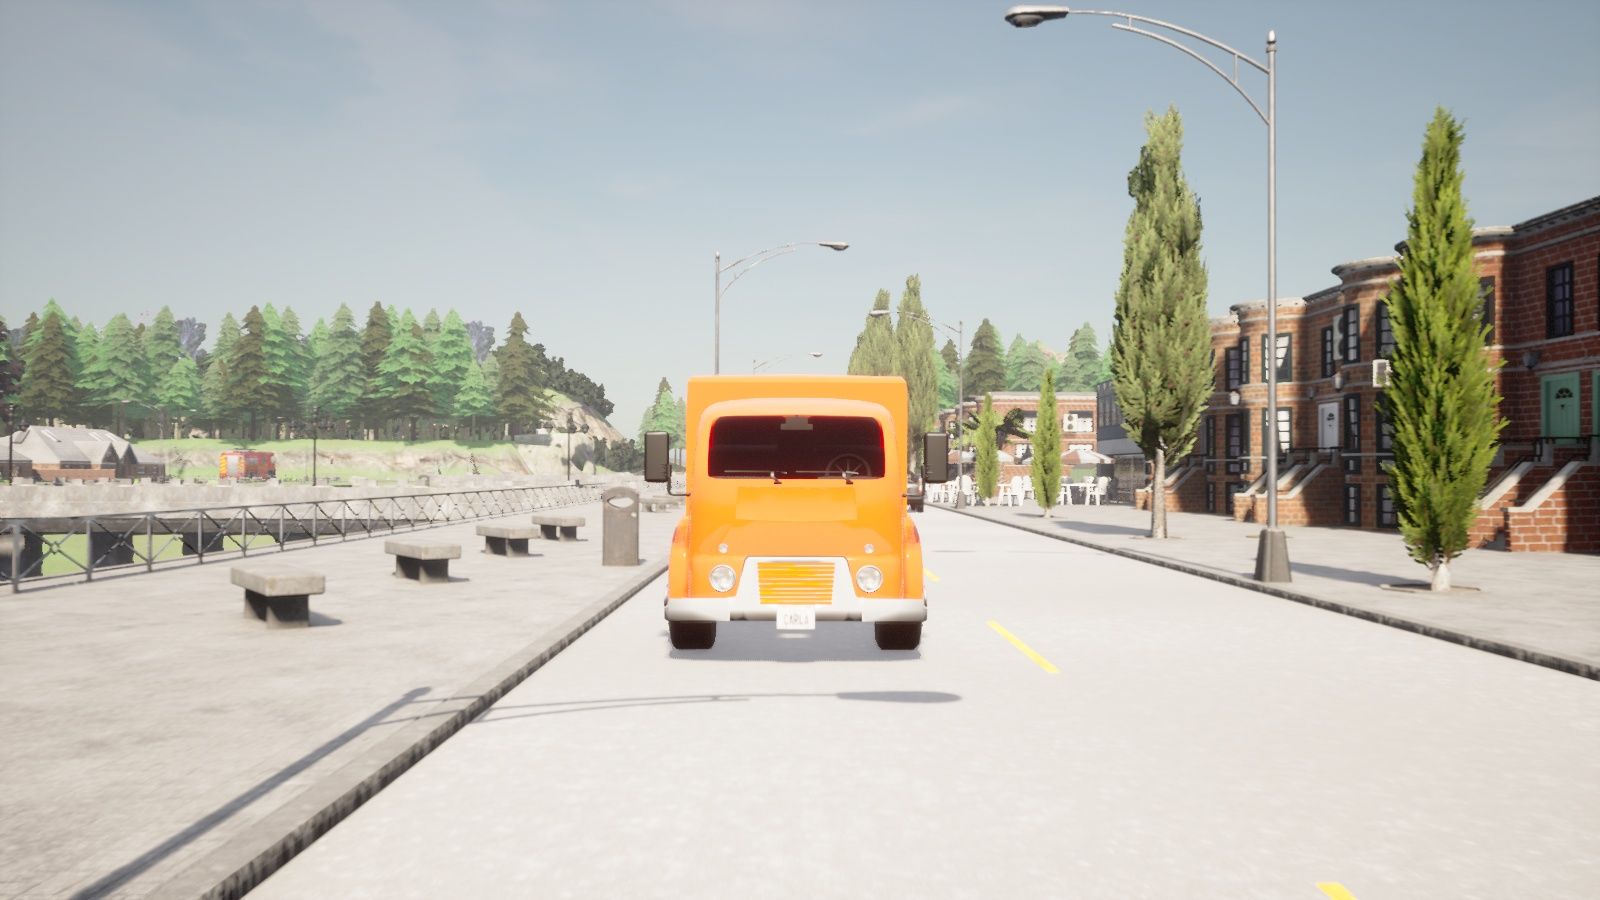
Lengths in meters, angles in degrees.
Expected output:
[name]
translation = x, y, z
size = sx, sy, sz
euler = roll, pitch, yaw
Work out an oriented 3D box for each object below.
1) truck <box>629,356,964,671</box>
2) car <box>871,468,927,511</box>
[truck]
translation = -0.034, 0.537, 12.484
size = 2.627, 2.467, 5.204
euler = 0, -1, 0
[car]
translation = 3.871, 1.528, 49.638
size = 1.851, 1.617, 3.988
euler = 0, -1, 0
